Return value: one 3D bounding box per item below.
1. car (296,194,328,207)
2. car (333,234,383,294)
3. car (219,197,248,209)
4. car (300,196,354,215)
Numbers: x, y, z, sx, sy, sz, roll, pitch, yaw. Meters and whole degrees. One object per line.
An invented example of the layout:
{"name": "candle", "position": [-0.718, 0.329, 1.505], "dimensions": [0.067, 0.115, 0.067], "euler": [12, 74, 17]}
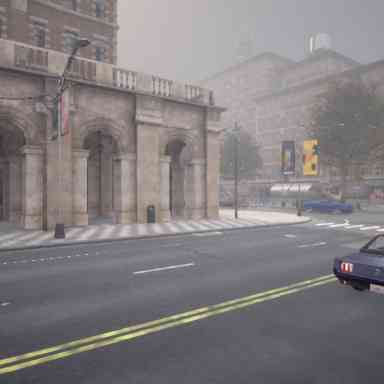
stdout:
{"name": "car", "position": [14.833, 1.221, 38.773], "dimensions": [2.150, 2.045, 5.566], "euler": [0, 0, -36]}
{"name": "car", "position": [5.426, 1.601, 7.762], "dimensions": [4.718, 1.301, 1.895], "euler": [0, 0, -36]}
{"name": "car", "position": [5.599, 1.492, 45.562], "dimensions": [2.128, 1.511, 4.902], "euler": [0, 0, -36]}
{"name": "car", "position": [13.933, 1.477, 34.048], "dimensions": [1.882, 1.535, 5.008], "euler": [0, 0, -36]}
